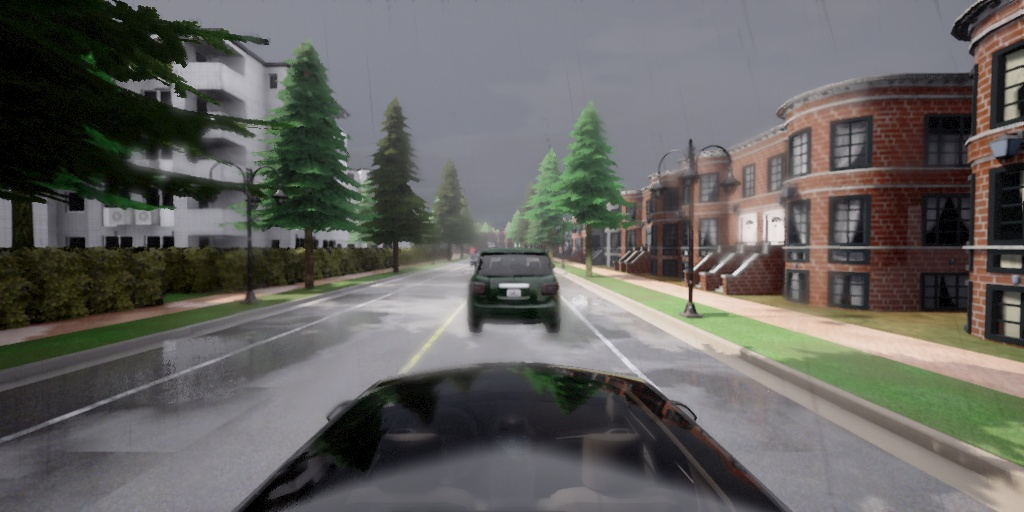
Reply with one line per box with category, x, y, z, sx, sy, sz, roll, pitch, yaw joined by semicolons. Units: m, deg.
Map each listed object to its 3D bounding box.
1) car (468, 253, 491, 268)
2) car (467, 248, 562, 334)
car;-3.573;0.413;40.157;2.128;1.511;4.902;0;1;0
car;0.073;0.791;10.090;2.150;2.045;5.566;0;1;1
